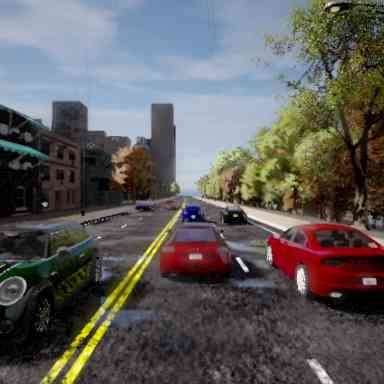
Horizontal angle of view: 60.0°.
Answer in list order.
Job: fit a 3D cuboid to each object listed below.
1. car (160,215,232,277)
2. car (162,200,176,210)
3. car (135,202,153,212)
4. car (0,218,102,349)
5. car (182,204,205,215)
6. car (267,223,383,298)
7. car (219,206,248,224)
[{"bbox_3d":[0.100,1.659,10.590,1.994,1.385,4.181,0,-1,0],"label":"car"},{"bbox_3d":[-3.314,1.964,49.825,1.812,1.442,4.674,0,-1,0],"label":"car"},{"bbox_3d":[-6.583,2.002,45.548,1.895,1.301,4.718,0,-1,0],"label":"car"},{"bbox_3d":[-3.350,1.411,6.587,2.097,1.767,4.553,0,-1,0],"label":"car"},{"bbox_3d":[0.100,1.773,28.012,1.812,1.442,4.674,0,-1,0],"label":"car"},{"bbox_3d":[3.339,1.556,8.741,1.882,1.535,5.008,0,-1,0],"label":"car"},{"bbox_3d":[3.350,1.808,27.519,1.994,1.385,4.181,0,-1,0],"label":"car"}]
